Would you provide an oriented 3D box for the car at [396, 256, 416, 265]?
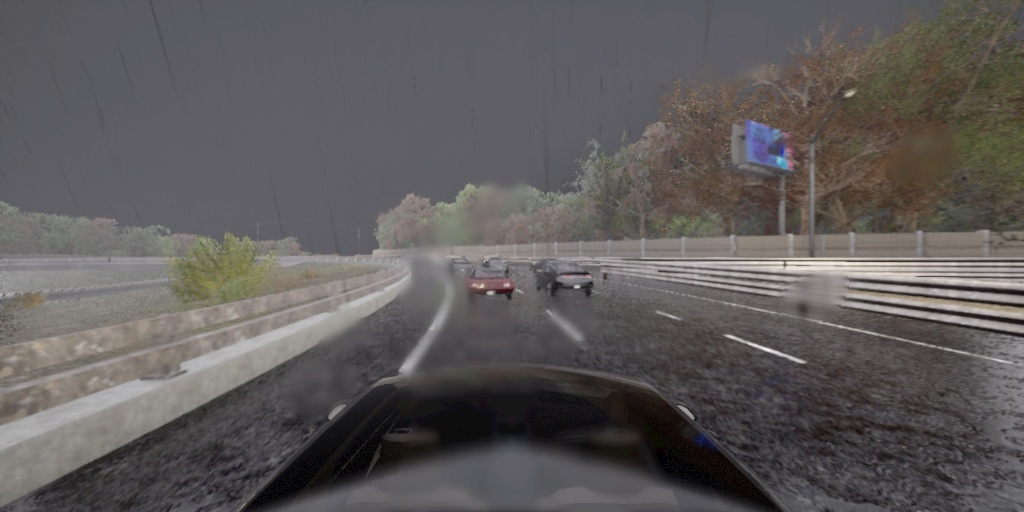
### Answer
[{"bbox_3d":[-18.322,0.735,60.796,1.812,1.442,4.674,-1,1,-34],"label":"car"}]

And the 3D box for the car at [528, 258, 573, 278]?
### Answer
[{"bbox_3d":[3.092,0.927,30.411,2.033,1.411,5.357,-1,1,-15],"label":"car"}]

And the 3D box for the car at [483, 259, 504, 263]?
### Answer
[{"bbox_3d":[-1.736,0.940,34.427,1.994,1.385,4.181,-1,1,-17],"label":"car"}]

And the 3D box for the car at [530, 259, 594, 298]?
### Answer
[{"bbox_3d":[2.332,1.037,17.148,2.128,1.511,4.902,-1,1,-8],"label":"car"}]

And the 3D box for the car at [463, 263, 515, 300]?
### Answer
[{"bbox_3d":[-1.131,1.184,16.580,1.895,1.301,4.718,-1,1,-8],"label":"car"}]

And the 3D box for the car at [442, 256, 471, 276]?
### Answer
[{"bbox_3d":[-4.685,0.922,32.122,2.128,1.511,4.902,-1,1,-16],"label":"car"}]
